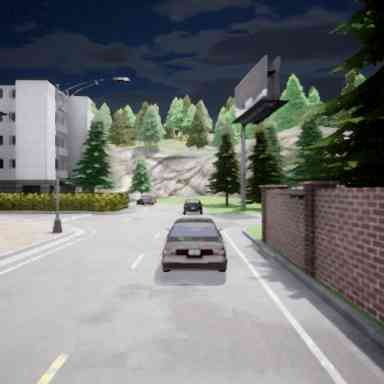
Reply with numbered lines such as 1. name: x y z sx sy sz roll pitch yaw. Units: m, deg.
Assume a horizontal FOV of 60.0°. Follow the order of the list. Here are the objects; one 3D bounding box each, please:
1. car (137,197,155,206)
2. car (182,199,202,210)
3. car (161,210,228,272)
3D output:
1. car: -7.311 1.484 52.605 1.994 1.385 4.181 0 0 -23
2. car: 0.048 1.425 34.897 1.882 1.535 5.008 0 0 -1
3. car: 0.075 1.531 10.691 2.033 1.411 5.357 0 0 0
